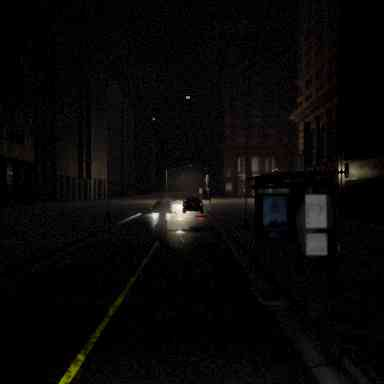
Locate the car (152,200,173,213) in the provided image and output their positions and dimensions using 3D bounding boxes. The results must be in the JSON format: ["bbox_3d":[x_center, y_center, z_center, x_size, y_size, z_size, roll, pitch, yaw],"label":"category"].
[{"bbox_3d":[-3.129,1.540,35.837,1.994,1.385,4.181,0,0,0],"label":"car"}]

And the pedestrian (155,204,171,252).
[{"bbox_3d":[-1.080,1.289,12.361,0.375,1.860,0.375,1,-1,-10],"label":"pedestrian"}]

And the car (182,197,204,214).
[{"bbox_3d":[0.068,1.330,35.756,2.097,1.767,4.553,0,0,-2],"label":"car"}]

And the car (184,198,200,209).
[{"bbox_3d":[0.030,1.527,45.601,1.994,1.385,4.181,0,0,0],"label":"car"}]

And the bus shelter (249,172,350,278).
[{"bbox_3d":[3.114,0.874,10.548,1.920,2.740,3.880,0,0,0],"label":"bus shelter"}]
